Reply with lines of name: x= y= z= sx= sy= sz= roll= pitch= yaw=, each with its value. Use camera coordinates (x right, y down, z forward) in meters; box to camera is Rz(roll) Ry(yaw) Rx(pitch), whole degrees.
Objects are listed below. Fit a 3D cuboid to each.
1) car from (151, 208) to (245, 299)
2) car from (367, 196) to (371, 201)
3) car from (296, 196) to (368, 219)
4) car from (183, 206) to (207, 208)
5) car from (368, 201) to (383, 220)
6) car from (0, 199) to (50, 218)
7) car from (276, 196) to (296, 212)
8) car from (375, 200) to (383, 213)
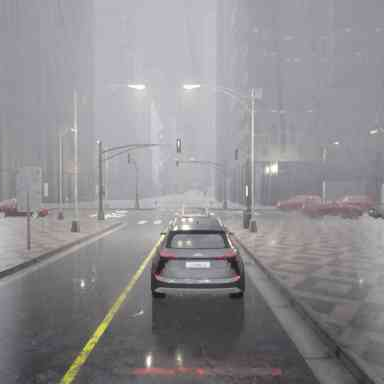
car: x=0.133 y=1.428 z=8.475 sx=2.033 sy=1.649 sz=4.856 roll=0 pitch=0 yaw=1
car: x=17.861 y=1.353 z=37.759 sx=5.009 sy=1.841 sz=2.192 roll=0 pitch=1 yaw=0
car: x=12.208 y=1.463 z=29.235 sx=5.009 sy=1.841 sz=2.192 roll=0 pitch=1 yaw=0
car: x=0.147 y=1.507 z=17.562 sx=1.837 sy=1.490 sz=4.892 roll=0 pitch=0 yaw=0
car: x=17.851 y=1.742 z=29.238 sx=4.313 sy=1.339 sz=1.947 roll=0 pitch=1 yaw=0
car: x=-14.834 y=1.566 z=29.236 sx=4.507 sy=1.381 sz=1.887 roll=0 pitch=1 yaw=0
car: x=12.218 y=1.325 z=37.759 sx=5.009 sy=1.841 sz=2.192 roll=0 pitch=1 yaw=0
car: x=23.503 y=1.634 z=37.762 sx=4.313 sy=1.339 sz=1.947 roll=0 pitch=1 yaw=0
